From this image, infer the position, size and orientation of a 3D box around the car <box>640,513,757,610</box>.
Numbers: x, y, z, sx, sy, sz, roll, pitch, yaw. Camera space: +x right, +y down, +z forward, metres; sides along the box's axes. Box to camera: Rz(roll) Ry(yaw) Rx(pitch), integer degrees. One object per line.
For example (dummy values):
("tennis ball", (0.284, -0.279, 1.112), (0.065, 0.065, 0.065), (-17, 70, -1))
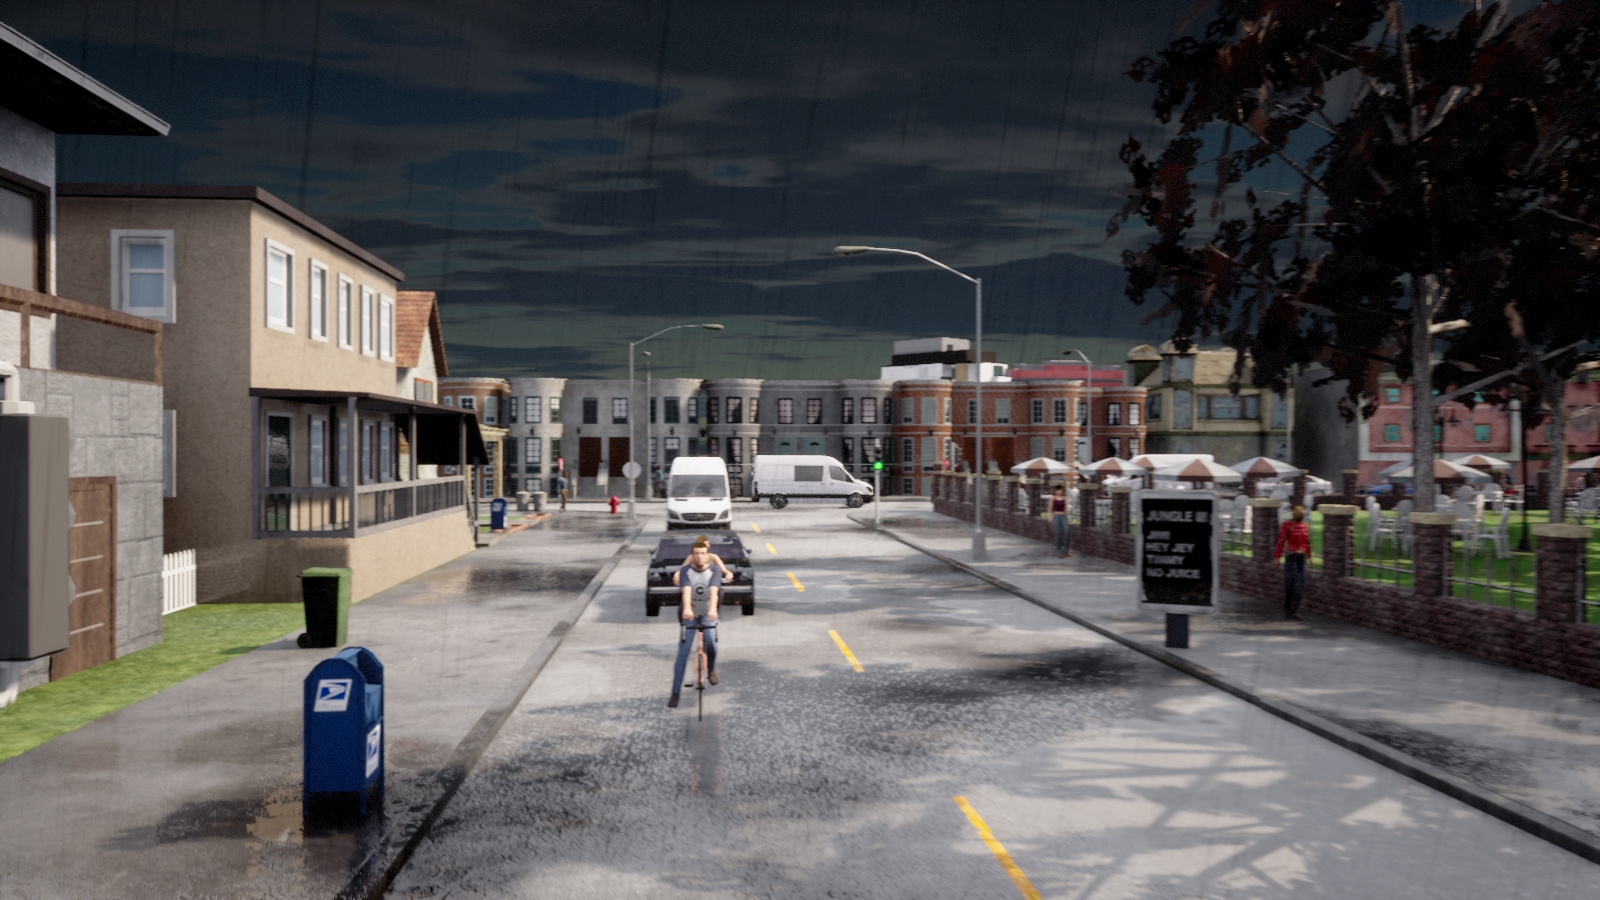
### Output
("car", (-1.851, 1.937, 20.895), (1.895, 1.301, 4.718), (0, 0, -5))

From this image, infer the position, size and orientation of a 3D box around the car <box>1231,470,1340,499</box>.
("car", (26.055, 1.825, 61.412), (4.892, 1.480, 2.231), (0, 0, -5))

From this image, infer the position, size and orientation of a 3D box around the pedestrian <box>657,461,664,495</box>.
("pedestrian", (-7.667, 1.530, 62.775), (0.375, 1.860, 0.375), (0, 0, -9))

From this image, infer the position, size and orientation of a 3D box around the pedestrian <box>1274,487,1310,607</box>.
("pedestrian", (7.768, 1.519, 18.042), (0.375, 1.860, 0.375), (0, 0, -7))

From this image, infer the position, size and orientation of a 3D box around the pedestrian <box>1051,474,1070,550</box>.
("pedestrian", (6.453, 1.521, 28.329), (0.375, 1.860, 0.375), (0, 0, -3))

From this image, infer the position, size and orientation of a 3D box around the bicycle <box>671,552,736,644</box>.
("bicycle", (-1.354, 2.037, 15.957), (0.859, 1.080, 1.487), (0, 0, -5))

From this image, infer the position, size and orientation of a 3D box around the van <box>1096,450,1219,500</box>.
("van", (18.971, 1.303, 60.788), (5.915, 2.561, 1.988), (0, 0, -5))

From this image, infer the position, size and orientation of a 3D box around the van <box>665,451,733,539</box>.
("van", (-3.233, 1.317, 36.531), (1.988, 2.561, 5.915), (0, 0, -5))

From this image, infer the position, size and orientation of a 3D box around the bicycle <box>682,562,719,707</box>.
("bicycle", (-1.077, 1.937, 12.320), (0.373, 1.296, 1.643), (0, 0, -5))

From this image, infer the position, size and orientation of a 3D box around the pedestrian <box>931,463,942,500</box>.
("pedestrian", (7.025, 1.625, 58.806), (0.375, 1.860, 0.375), (0, 0, -30))

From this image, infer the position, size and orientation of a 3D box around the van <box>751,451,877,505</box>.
("van", (0.636, 1.314, 55.134), (5.915, 2.561, 1.988), (0, 0, -5))

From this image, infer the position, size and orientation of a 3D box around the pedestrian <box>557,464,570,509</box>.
("pedestrian", (-9.916, 1.535, 47.880), (0.375, 1.860, 0.375), (0, 0, 40))
